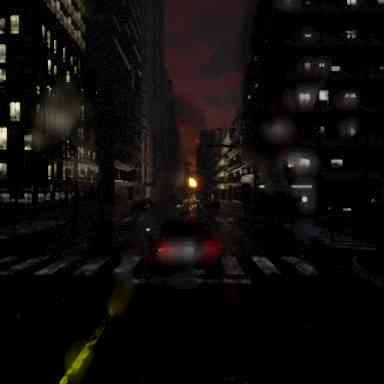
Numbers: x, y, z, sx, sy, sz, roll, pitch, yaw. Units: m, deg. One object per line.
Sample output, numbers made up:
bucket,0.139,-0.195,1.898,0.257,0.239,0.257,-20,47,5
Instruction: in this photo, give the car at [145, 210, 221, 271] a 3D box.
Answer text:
car,-0.473,1.552,10.927,2.033,1.411,5.357,0,0,-9

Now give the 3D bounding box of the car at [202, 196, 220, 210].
car,2.673,1.570,43.460,2.008,1.369,4.403,-1,0,0

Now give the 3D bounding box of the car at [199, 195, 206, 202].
car,2.667,1.477,77.387,1.967,1.590,4.097,-1,0,0

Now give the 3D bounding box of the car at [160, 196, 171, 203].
car,-5.710,1.578,71.731,1.887,1.381,4.507,-1,0,0

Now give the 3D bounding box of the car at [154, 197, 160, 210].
car,-5.707,1.585,43.458,1.947,1.339,4.313,-1,0,0

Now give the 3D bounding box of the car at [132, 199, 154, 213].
car,-5.707,1.541,37.634,1.752,1.417,4.829,-1,0,0

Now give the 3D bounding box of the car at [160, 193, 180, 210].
car,-3.097,1.240,44.009,2.150,2.045,5.566,0,0,0

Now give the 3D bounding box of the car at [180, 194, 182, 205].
car,-3.041,1.248,61.974,2.150,2.045,5.566,0,0,1

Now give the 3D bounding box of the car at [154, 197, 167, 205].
car,-5.709,1.572,60.422,1.887,1.381,4.507,-1,0,0

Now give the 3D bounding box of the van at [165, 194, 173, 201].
van,-5.715,1.380,83.041,1.690,1.788,3.998,-1,0,0
